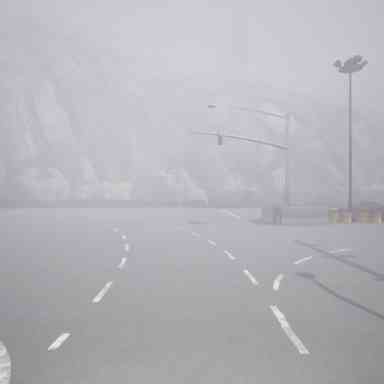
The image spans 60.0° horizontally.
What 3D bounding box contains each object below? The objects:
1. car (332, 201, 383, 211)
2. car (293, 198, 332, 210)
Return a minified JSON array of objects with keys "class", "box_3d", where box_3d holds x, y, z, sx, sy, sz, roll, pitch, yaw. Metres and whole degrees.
[{"class":"car","box_3d":[15.590,1.501,30.541,4.181,1.385,1.994,0,0,-3]},{"class":"car","box_3d":[15.299,1.462,41.041,5.357,1.411,2.033,0,0,-3]}]
